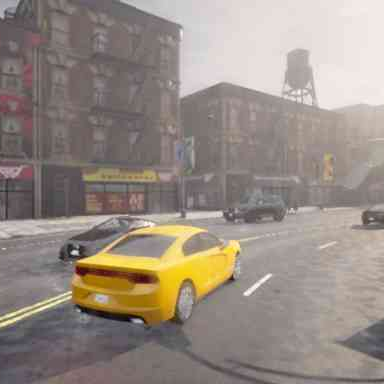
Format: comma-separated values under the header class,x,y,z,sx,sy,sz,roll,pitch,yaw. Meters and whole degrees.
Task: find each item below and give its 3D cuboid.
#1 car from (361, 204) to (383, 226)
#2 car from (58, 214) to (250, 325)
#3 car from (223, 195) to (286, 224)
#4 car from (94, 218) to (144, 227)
class,x,y,z,sx,sy,sz,roll,pitch,yaw
car,13.330,1.551,22.746,4.674,1.442,1.812,0,0,-38
car,-0.357,1.492,7.362,1.882,1.535,5.008,0,0,25
car,4.850,1.262,25.258,5.566,2.045,2.150,0,0,-40
car,-2.364,1.588,11.364,1.994,1.385,4.181,0,0,31
